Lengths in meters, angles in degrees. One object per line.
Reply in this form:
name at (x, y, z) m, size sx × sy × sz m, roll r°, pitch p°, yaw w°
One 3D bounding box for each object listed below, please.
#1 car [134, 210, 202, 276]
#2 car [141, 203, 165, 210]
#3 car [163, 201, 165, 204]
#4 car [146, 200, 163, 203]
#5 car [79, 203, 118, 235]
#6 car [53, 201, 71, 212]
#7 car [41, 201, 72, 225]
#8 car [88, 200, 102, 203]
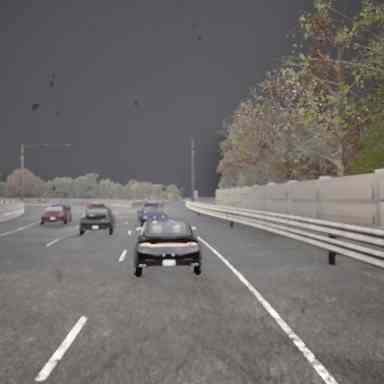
car at (-0.811, 1.566, 10.724) m, size 2.128 × 1.511 × 4.902 m, roll 0°, pitch 0°, yaw -6°
car at (-3.078, 1.775, 24.954) m, size 1.895 × 1.301 × 4.718 m, roll 0°, pitch 0°, yaw -12°
car at (-5.670, 1.994, 56.962) m, size 1.895 × 1.301 × 4.718 m, roll 0°, pitch 0°, yaw 0°
car at (-5.312, 1.793, 45.259) m, size 1.882 × 1.535 × 5.008 m, roll 0°, pitch 0°, yaw -4°
car at (-5.633, 1.655, 20.199) m, size 1.837 × 1.490 × 4.892 m, roll 0°, pitch -1°, yaw -11°
car at (-17.998, 1.922, 45.998) m, size 1.994 × 1.385 × 4.181 m, roll 0°, pitch 0°, yaw -26°
car at (-10.527, 1.729, 25.972) m, size 1.812 × 1.442 × 4.674 m, roll 0°, pitch 0°, yaw -14°
car at (-12.050, 1.787, 41.349) m, size 1.882 × 1.535 × 5.008 m, roll 0°, pitch 0°, yaw -23°
